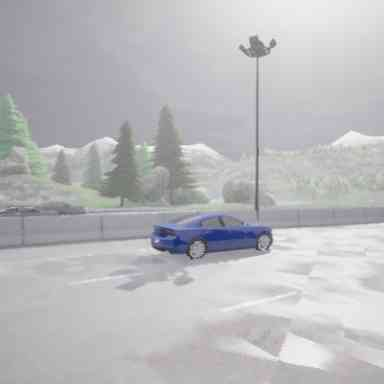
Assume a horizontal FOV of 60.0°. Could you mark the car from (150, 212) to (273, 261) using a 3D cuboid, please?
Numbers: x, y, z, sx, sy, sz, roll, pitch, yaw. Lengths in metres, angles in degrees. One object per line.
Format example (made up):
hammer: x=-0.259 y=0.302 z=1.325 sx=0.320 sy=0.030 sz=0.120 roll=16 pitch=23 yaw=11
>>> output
car: x=0.882 y=1.514 z=12.544 sx=5.008 sy=1.535 sz=1.882 roll=0 pitch=0 yaw=-33

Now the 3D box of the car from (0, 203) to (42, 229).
car: x=-12.281 y=1.487 z=20.866 sx=4.902 sy=1.511 sz=2.128 roll=0 pitch=0 yaw=-34

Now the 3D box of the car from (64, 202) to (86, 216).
car: x=-12.246 y=1.566 z=29.295 sx=5.357 sy=1.411 sz=2.033 roll=0 pitch=0 yaw=-33

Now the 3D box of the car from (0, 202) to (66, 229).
car: x=-9.886 y=1.492 z=18.278 sx=4.902 sy=1.511 sz=2.128 roll=0 pitch=0 yaw=-34
